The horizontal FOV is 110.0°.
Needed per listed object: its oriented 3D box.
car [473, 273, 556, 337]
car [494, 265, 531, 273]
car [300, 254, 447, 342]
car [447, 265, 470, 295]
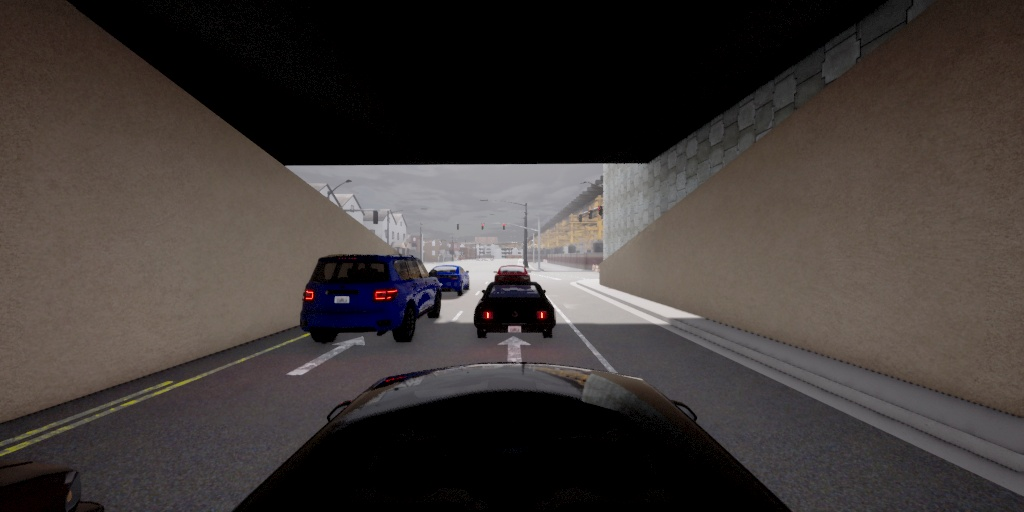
[{"bbox_3d":[0.056,1.351,10.240,1.895,1.301,4.718,0,0,0],"label":"car"},{"bbox_3d":[0.011,1.228,19.576,1.882,1.535,5.008,0,0,0],"label":"car"},{"bbox_3d":[-3.439,0.971,9.889,2.150,2.045,5.566,0,0,0],"label":"car"},{"bbox_3d":[-3.490,1.228,19.827,1.882,1.535,5.008,0,0,0],"label":"car"}]
